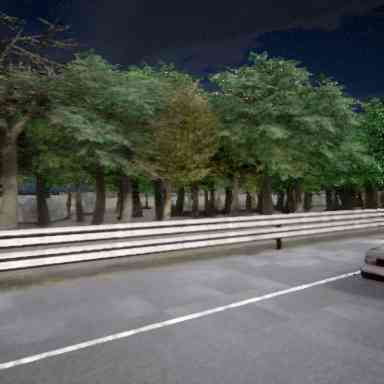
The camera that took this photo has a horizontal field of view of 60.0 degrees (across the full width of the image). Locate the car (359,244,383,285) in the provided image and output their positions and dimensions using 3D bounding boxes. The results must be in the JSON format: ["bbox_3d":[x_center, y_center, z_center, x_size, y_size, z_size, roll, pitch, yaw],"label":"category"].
[{"bbox_3d":[6.299,1.561,8.240,5.357,1.411,2.033,0,0,-35],"label":"car"}]
